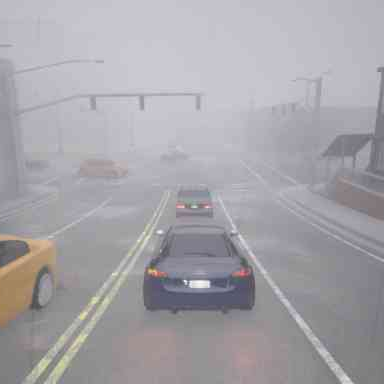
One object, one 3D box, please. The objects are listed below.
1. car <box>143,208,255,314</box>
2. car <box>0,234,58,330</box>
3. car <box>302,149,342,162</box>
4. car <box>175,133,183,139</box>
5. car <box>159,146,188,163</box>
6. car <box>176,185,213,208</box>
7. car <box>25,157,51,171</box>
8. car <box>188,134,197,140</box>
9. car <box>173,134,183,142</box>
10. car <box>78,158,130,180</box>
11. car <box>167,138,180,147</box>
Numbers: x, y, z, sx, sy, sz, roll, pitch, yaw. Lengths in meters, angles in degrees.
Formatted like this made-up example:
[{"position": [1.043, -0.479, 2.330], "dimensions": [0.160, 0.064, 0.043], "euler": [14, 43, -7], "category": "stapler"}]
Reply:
[{"position": [0.115, 1.345, 7.376], "dimensions": [1.994, 1.385, 4.181], "euler": [0, 3, 0], "category": "car"}, {"position": [-3.591, 1.393, 4.565], "dimensions": [1.882, 1.535, 5.008], "euler": [0, 2, 0], "category": "car"}, {"position": [16.182, -4.555, 41.325], "dimensions": [4.674, 1.442, 1.812], "euler": [0, 12, 0], "category": "car"}, {"position": [-3.364, -14.799, 87.987], "dimensions": [1.812, 1.442, 4.674], "euler": [0, 12, 0], "category": "car"}, {"position": [-2.198, -4.423, 40.752], "dimensions": [1.812, 1.442, 4.674], "euler": [8, 14, 28], "category": "car"}, {"position": [0.120, 0.360, 17.259], "dimensions": [2.033, 1.411, 5.357], "euler": [0, 8, 0], "category": "car"}, {"position": [-17.251, -2.959, 34.462], "dimensions": [4.718, 1.301, 1.895], "euler": [0, 12, 0], "category": "car"}, {"position": [0.129, -13.838, 83.497], "dimensions": [1.837, 1.490, 4.892], "euler": [0, 12, 0], "category": "car"}, {"position": [-3.394, -10.495, 68.397], "dimensions": [2.128, 1.511, 4.902], "euler": [0, 12, 0], "category": "car"}, {"position": [-7.855, -2.178, 29.729], "dimensions": [4.553, 1.767, 2.097], "euler": [4, 13, 18], "category": "car"}, {"position": [-3.482, -8.299, 58.751], "dimensions": [1.895, 1.301, 4.718], "euler": [0, 12, -2], "category": "car"}]
